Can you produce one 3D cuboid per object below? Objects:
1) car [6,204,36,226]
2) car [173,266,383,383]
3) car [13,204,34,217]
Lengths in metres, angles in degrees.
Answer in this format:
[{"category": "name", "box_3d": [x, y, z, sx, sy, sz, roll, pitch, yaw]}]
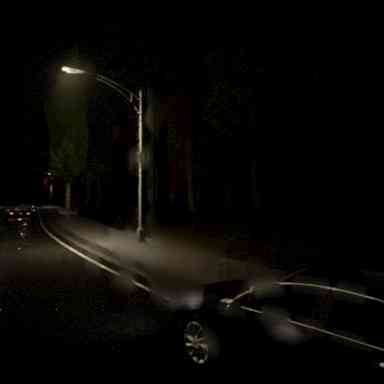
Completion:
[{"category": "car", "box_3d": [-13.639, 1.825, 26.505, 2.128, 1.511, 4.902, 1, -1, -26]}, {"category": "car", "box_3d": [1.675, 1.643, 3.850, 1.837, 1.490, 4.892, 2, -2, -38]}, {"category": "car", "box_3d": [-19.142, 2.051, 37.893, 1.994, 1.385, 4.181, 1, -1, -25]}]
